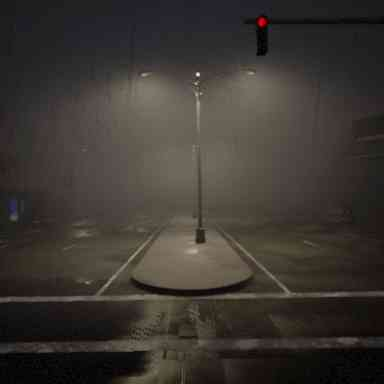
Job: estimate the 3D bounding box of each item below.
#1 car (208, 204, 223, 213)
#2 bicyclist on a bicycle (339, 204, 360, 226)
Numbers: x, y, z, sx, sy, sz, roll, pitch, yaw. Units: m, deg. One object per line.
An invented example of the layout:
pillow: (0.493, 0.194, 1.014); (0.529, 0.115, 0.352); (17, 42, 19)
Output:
car: (3.584, 2.475, 50.258); (1.994, 1.385, 4.181); (-1, -1, 0)
bicyclist on a bicycle: (11.773, 1.731, 25.082); (1.656, 1.620, 0.582); (-6, -11, -2)
